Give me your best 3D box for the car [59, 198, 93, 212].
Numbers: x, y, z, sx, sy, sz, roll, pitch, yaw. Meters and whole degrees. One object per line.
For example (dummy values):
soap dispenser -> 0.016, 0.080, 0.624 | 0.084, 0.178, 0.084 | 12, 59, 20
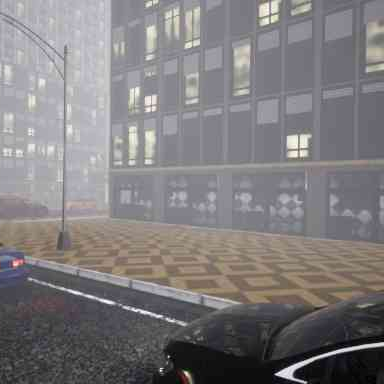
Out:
car -> -14.563, 1.552, 42.565 | 2.097, 1.767, 4.553 | 1, 0, 37

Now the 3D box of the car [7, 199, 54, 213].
car -> -19.478, 1.641, 40.304 | 1.752, 1.417, 4.829 | 1, 0, 37

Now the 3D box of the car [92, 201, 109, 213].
car -> -9.183, 1.828, 40.120 | 1.752, 1.417, 4.829 | 1, 0, 37

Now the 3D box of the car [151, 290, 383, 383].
car -> 1.874, 1.505, 2.346 | 4.892, 1.490, 1.837 | 0, 0, 35

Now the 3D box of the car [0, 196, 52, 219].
car -> -15.999, 1.517, 30.922 | 2.192, 1.841, 5.009 | 1, 0, 37

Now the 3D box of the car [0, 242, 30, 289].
car -> -6.046, 1.543, 8.016 | 5.357, 1.411, 2.033 | 0, 0, 36
